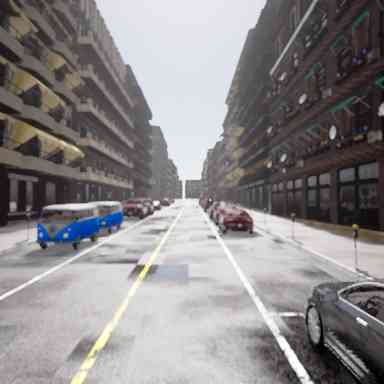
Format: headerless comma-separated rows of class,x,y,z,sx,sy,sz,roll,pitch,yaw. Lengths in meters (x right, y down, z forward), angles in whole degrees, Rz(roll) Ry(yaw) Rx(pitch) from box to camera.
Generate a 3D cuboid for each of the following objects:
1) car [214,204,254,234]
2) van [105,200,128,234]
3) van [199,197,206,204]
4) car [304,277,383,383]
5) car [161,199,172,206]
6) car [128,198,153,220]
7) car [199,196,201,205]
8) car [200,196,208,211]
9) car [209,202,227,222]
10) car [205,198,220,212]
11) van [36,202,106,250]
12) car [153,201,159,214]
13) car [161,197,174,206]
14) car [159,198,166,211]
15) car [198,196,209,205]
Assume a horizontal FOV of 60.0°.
car,2.574,1.678,20.089,1.887,1.381,4.507,1,0,0
van,-5.302,1.476,20.148,1.690,1.788,3.998,1,0,0
van,2.510,2.013,80.933,1.690,1.788,3.998,1,-1,0
car,2.583,1.573,3.498,2.008,1.369,4.403,1,0,0
car,-5.335,2.104,69.919,1.887,1.381,4.507,1,-1,0
car,-5.307,1.534,31.209,2.192,1.841,5.009,1,0,0
car,2.524,1.840,53.276,1.967,1.590,4.097,1,-1,0
car,2.533,1.620,42.214,2.192,1.841,5.009,1,0,0
car,2.571,1.719,25.619,1.887,1.381,4.507,1,0,0
car,2.578,1.657,31.152,1.967,1.590,4.097,1,0,0
van,-5.298,1.436,14.616,1.690,1.788,3.998,2,0,0
car,-5.310,1.577,36.738,2.192,1.841,5.009,1,0,0
car,-5.326,1.820,64.390,2.192,1.841,5.009,1,-1,0
car,-5.322,1.919,47.799,1.947,1.339,4.313,1,0,0
car,2.514,1.929,75.401,2.192,1.841,5.009,1,-1,0
